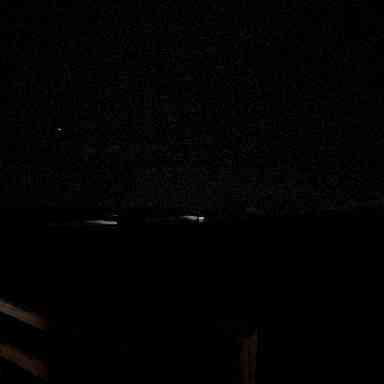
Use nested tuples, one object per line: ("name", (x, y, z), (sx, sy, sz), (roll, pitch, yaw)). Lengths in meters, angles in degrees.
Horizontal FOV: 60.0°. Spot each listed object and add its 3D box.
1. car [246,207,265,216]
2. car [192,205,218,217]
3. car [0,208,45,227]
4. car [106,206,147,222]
("car", (10.353, 3.137, 54.143), (1.812, 1.442, 4.674), (3, 0, 36))
("car", (1.912, 2.698, 47.390), (1.837, 1.490, 4.892), (3, 0, 36))
("car", (-14.032, 1.910, 25.241), (2.033, 1.411, 5.357), (3, 0, 36))
("car", (-6.858, 2.247, 35.233), (1.837, 1.490, 4.892), (3, 1, 35))
